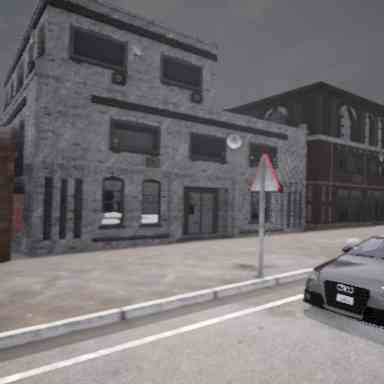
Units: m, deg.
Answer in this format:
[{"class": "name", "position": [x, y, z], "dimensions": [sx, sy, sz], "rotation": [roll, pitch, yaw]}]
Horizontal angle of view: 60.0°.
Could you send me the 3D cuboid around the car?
[{"class": "car", "position": [4.144, 1.603, 6.642], "dimensions": [4.181, 1.385, 1.994], "rotation": [1, 0, -36]}]
